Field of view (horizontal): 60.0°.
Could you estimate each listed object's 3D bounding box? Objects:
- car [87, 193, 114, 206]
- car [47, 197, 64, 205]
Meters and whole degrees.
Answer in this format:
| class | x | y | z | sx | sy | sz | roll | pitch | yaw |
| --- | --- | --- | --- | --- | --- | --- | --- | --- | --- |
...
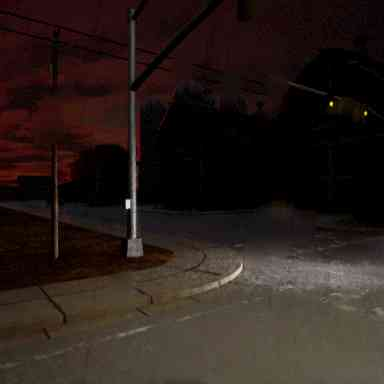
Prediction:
| class | x | y | z | sx | sy | sz | roll | pitch | yaw |
| --- | --- | --- | --- | --- | --- | --- | --- | --- | --- |
| car | -13.807 | 1.118 | 50.592 | 3.866 | 1.878 | 1.905 | -2 | 5 | 11 |
| car | -23.339 | 1.537 | 56.662 | 1.994 | 1.385 | 4.181 | 0 | 0 | -36 |
